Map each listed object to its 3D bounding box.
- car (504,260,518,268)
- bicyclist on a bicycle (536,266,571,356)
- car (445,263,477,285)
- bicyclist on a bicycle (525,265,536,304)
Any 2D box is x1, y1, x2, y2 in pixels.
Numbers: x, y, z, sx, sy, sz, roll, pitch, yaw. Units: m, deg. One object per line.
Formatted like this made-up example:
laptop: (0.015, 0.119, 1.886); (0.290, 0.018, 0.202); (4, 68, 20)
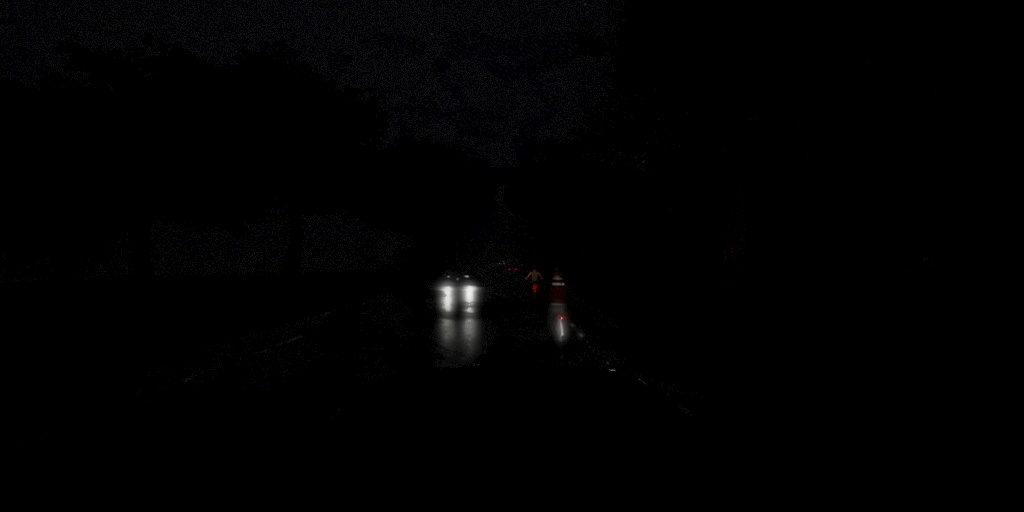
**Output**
car: (0.072, 1.499, 64.750); (1.895, 1.301, 4.718); (0, 0, 0)
bicyclist on a bicycle: (0.960, 1.126, 7.748); (0.659, 1.776, 1.843); (0, 0, 0)
car: (-3.611, 1.288, 26.190); (1.837, 1.490, 4.892); (0, 0, 0)
bicyclist on a bicycle: (0.954, 1.201, 15.256); (0.866, 1.612, 1.509); (0, -1, 0)
